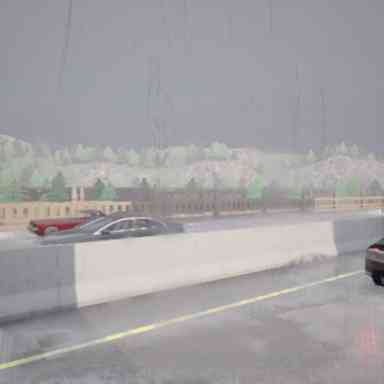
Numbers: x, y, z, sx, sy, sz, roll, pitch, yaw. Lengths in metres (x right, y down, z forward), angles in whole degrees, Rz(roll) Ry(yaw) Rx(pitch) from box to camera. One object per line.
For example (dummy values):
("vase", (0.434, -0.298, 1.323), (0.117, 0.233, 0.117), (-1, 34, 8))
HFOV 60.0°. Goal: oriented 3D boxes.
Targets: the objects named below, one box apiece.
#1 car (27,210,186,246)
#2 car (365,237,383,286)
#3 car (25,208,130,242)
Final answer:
("car", (-2.445, 1.492, 10.845), (4.902, 1.511, 2.128), (0, 0, -35))
("car", (6.141, 1.493, 8.123), (4.902, 1.511, 2.128), (0, 0, -35))
("car", (-5.779, 1.602, 17.064), (4.718, 1.301, 1.895), (0, 0, -35))
